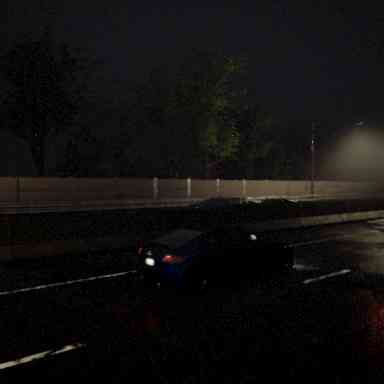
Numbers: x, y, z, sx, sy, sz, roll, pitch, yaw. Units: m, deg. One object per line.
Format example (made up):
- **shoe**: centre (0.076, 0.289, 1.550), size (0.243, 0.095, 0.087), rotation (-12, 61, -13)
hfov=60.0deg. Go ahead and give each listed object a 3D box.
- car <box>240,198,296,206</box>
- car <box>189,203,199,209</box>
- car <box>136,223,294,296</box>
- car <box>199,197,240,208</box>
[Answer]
- **car**: centre (6.336, 1.260, 25.754), size (4.892, 1.490, 1.837), rotation (-1, 0, -36)
- **car**: centre (2.003, 1.237, 31.261), size (5.008, 1.535, 1.882), rotation (-1, 0, -36)
- **car**: centre (0.694, 1.496, 8.549), size (4.181, 1.385, 1.994), rotation (-1, 1, -36)
- **car**: centre (3.417, 1.260, 27.968), size (4.902, 1.511, 2.128), rotation (-1, 0, -36)
